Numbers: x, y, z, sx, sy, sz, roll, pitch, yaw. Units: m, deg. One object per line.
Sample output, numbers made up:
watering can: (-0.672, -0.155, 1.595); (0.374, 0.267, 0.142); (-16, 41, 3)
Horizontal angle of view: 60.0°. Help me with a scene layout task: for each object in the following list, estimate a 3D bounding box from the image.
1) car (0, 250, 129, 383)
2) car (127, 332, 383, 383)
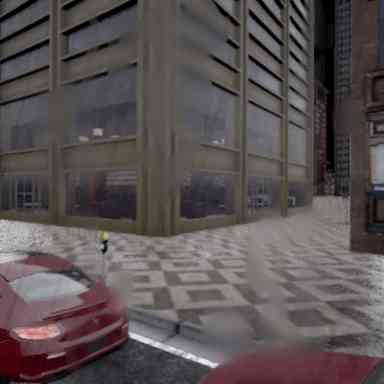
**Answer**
car: (-2.747, 1.546, 4.923); (4.206, 1.307, 1.802); (0, 0, 35)
car: (1.827, 1.587, 1.661); (4.206, 1.307, 1.802); (1, 0, 35)
